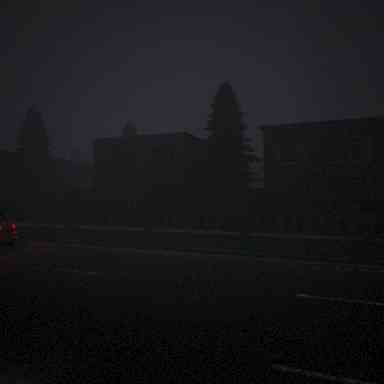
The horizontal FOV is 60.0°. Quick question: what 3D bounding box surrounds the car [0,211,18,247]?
[{"bbox_3d":[-9.950,1.552,14.540,4.553,1.767,2.097,0,-1,22],"label":"car"}]
